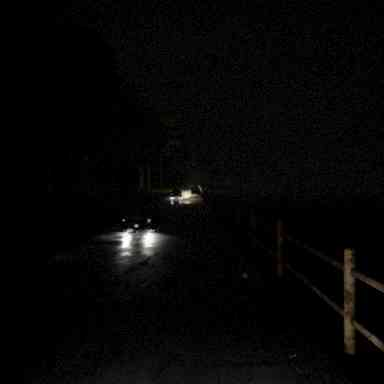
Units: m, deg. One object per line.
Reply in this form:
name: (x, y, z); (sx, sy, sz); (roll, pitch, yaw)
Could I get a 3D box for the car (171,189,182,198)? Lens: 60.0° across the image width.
car: (-2.830, 0.238, 61.461); (1.837, 1.490, 4.892); (0, 2, 1)

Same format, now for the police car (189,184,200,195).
police car: (0.770, -0.211, 72.184); (1.930, 1.638, 5.238); (0, 2, 0)

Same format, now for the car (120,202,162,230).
car: (-2.868, 1.322, 19.803); (2.033, 1.411, 5.357); (0, 1, 0)
